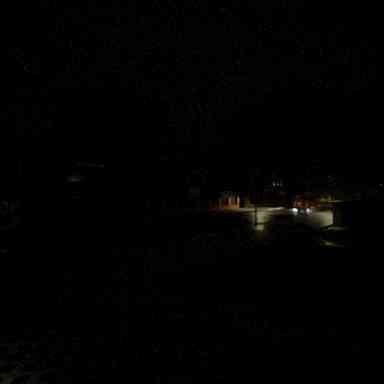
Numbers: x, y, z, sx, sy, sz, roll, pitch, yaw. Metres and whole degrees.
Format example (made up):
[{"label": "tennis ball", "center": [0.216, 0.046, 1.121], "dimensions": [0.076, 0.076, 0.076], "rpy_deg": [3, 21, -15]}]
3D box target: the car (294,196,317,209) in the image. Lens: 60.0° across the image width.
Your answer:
[{"label": "car", "center": [15.634, 1.313, 45.747], "dimensions": [2.097, 1.767, 4.553], "rpy_deg": [0, 0, 36]}]
